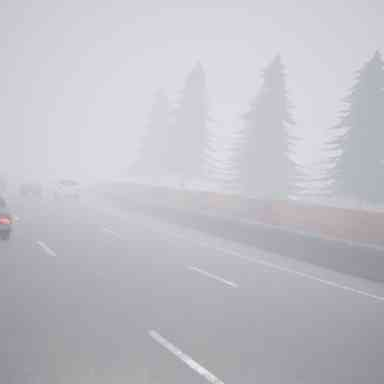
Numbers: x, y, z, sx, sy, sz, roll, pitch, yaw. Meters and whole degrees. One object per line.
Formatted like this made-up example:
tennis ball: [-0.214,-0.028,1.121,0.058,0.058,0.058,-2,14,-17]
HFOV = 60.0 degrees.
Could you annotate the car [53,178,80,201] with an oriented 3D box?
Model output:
car: [-12.640,-0.290,33.498,2.150,2.045,5.566,7,0,-26]

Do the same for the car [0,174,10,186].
car: [-21.929,-1.311,37.575,2.097,1.767,4.553,7,0,-24]

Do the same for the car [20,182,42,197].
car: [-15.559,-0.276,32.154,1.895,1.301,4.718,7,0,-27]

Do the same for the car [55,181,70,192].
car: [-20.432,-0.915,52.463,1.812,1.442,4.674,7,0,-18]

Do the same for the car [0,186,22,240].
car: [-7.283,0.657,11.351,2.033,1.411,5.357,7,0,-34]
